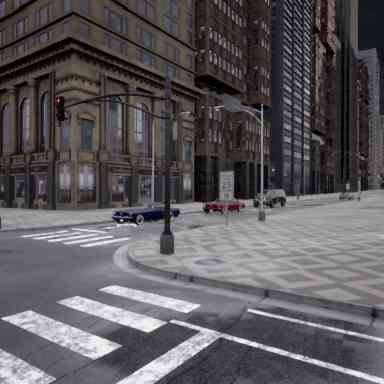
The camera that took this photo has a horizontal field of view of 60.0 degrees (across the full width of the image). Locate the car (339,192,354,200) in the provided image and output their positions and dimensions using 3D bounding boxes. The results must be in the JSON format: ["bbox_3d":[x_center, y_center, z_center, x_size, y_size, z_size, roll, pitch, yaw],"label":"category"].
[{"bbox_3d":[27.091,0.683,58.143,2.033,1.411,5.357,0,1,33],"label":"car"}]

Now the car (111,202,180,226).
[{"bbox_3d":[-2.908,1.350,21.583,1.895,1.301,4.718,0,1,36],"label":"car"}]

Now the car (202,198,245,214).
[{"bbox_3d":[2.895,1.217,29.716,1.895,1.301,4.718,0,1,35],"label":"car"}]

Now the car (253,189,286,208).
[{"bbox_3d":[9.035,0.696,38.323,2.150,2.045,5.566,0,1,36],"label":"car"}]
